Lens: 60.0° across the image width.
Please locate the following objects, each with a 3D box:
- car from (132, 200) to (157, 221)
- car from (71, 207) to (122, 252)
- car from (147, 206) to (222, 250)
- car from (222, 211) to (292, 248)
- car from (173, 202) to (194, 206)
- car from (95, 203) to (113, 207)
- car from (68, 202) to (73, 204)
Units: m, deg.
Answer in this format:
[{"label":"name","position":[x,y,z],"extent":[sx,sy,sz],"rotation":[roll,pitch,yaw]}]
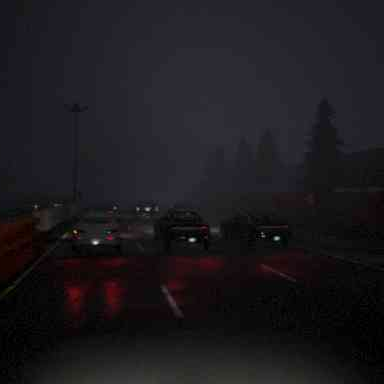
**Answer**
[{"label":"car","position":[-4.133,1.494,29.225],"extent":[2.097,1.767,4.553],"rotation":[1,-1,-14]},{"label":"car","position":[-3.985,1.566,14.115],"extent":[1.812,1.442,4.674],"rotation":[1,0,-14]},{"label":"car","position":[-0.567,1.588,14.869],"extent":[2.128,1.511,4.902],"rotation":[1,0,-14]},{"label":"car","position":[2.828,1.644,15.718],"extent":[2.128,1.511,4.902],"rotation":[1,0,-14]},{"label":"car","position":[-0.829,1.678,30.447],"extent":[1.882,1.535,5.008],"rotation":[1,0,-14]},{"label":"car","position":[-7.511,1.635,28.290],"extent":[2.033,1.411,5.357],"rotation":[1,0,-14]},{"label":"car","position":[-21.938,1.466,62.163],"extent":[2.097,1.767,4.553],"rotation":[1,0,-5]}]
